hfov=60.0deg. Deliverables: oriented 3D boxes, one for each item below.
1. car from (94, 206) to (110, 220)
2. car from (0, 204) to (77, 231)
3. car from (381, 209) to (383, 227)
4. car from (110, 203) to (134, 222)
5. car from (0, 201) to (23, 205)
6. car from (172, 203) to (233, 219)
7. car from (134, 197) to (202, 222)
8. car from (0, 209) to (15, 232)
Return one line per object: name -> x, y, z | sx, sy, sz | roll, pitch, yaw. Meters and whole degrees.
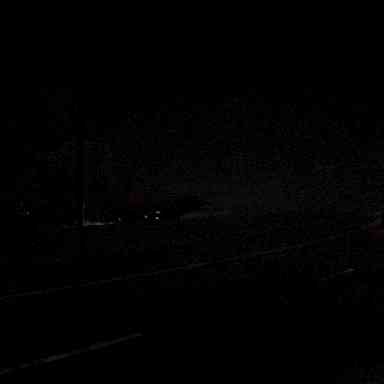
car -> -6.557, 1.749, 30.616 | 2.128, 1.511, 4.902 | -1, -1, 43
car -> -9.090, 1.663, 18.910 | 4.902, 1.511, 2.128 | 0, -1, -36
car -> 14.253, 1.624, 22.867 | 2.128, 1.511, 4.902 | 0, 0, 35
car -> -3.916, 1.778, 28.307 | 2.033, 1.411, 5.357 | -1, -1, 43
car -> -14.167, 1.576, 23.828 | 4.553, 1.767, 2.097 | 0, -1, -36
car -> 1.091, 1.706, 23.423 | 1.812, 1.442, 4.674 | -1, -1, 43
car -> -1.395, 1.429, 25.882 | 2.150, 2.045, 5.566 | -1, -1, 43
car -> -13.444, 1.794, 20.023 | 4.718, 1.301, 1.895 | 0, -1, -34
